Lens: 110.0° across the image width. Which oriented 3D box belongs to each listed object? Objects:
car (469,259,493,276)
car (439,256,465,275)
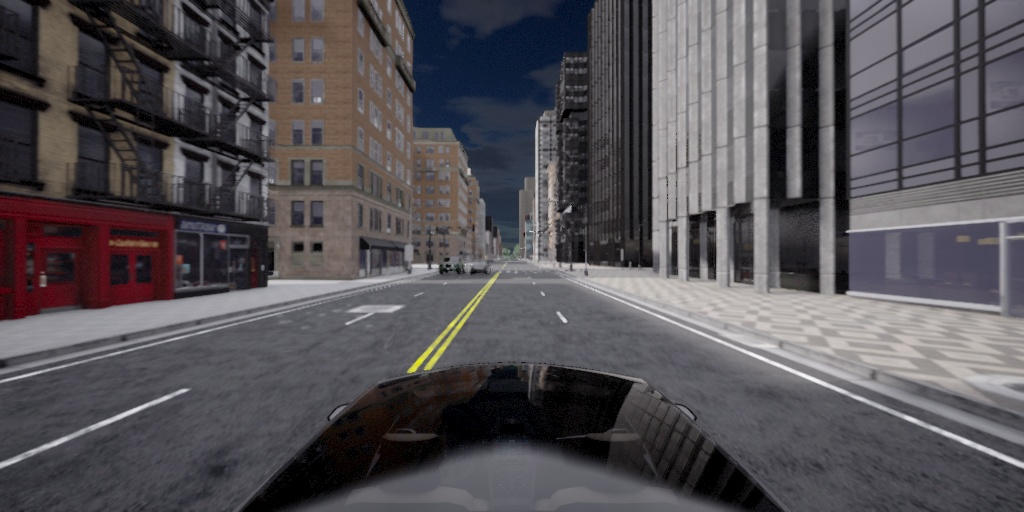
[{"bbox_3d":[-3.303,1.283,37.691,1.837,1.490,4.892,0,-1,0],"label":"car"},{"bbox_3d":[-6.538,1.001,39.663,2.150,2.045,5.566,0,0,1],"label":"car"}]
